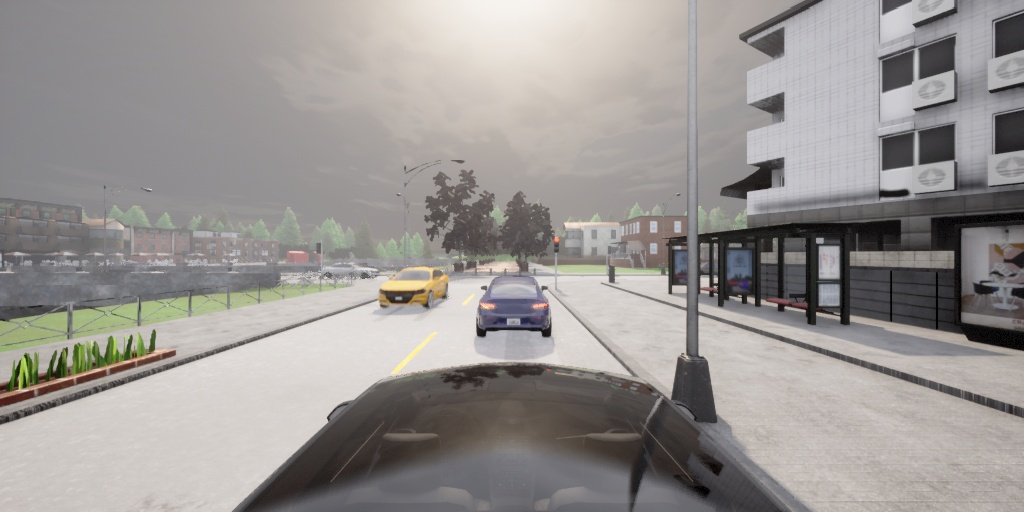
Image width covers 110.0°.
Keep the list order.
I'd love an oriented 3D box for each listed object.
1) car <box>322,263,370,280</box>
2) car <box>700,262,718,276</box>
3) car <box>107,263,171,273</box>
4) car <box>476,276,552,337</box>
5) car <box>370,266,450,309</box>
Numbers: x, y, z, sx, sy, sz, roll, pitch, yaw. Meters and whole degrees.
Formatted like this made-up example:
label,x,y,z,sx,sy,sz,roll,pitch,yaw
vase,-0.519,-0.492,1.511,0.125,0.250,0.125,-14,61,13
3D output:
label,x,y,z,sx,sy,sz,roll,pitch,yaw
car,-13.642,1.276,30.338,4.674,1.442,1.812,0,0,0
car,18.904,1.297,34.431,5.357,1.411,2.033,0,0,0
car,-31.555,1.314,30.377,4.181,1.385,1.994,0,0,0
car,0.063,1.276,10.161,1.812,1.442,4.674,0,0,1
car,-3.948,1.227,15.183,1.882,1.535,5.008,0,0,2
